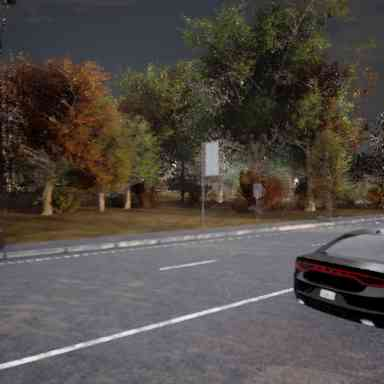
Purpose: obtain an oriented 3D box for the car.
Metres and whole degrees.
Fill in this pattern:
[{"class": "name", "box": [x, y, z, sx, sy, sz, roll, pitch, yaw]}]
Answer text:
[{"class": "car", "box": [4.169, 1.476, 6.722, 5.008, 1.535, 1.882, 0, 0, -36]}]
